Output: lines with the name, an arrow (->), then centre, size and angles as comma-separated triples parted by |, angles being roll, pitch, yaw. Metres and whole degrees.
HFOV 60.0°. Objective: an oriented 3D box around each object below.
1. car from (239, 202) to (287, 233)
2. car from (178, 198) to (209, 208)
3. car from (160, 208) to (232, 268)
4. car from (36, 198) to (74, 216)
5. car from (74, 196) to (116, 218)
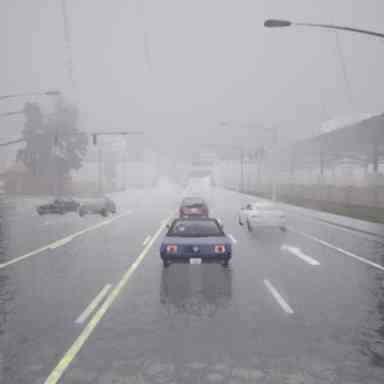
car -> 3.606, 1.224, 17.440 | 1.812, 1.442, 4.674 | 0, 1, 0
car -> 0.105, 1.099, 22.390 | 2.163, 1.488, 4.792 | 0, 1, 0
car -> 0.102, 1.435, 10.667 | 1.895, 1.301, 4.718 | 0, 1, 0
car -> -10.494, 1.171, 26.517 | 1.895, 1.301, 4.718 | 0, 1, 0
car -> -7.007, 1.062, 25.109 | 1.812, 1.442, 4.674 | 0, 1, 0
